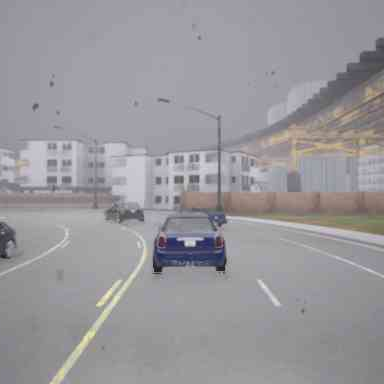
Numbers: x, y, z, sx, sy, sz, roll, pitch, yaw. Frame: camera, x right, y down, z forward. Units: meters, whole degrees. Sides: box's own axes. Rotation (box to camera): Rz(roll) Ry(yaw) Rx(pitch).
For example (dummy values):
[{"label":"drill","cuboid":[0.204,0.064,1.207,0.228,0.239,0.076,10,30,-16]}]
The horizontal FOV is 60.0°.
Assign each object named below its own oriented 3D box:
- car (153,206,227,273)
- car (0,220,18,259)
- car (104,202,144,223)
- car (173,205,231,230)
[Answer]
[{"label":"car","cuboid":[-0.165,1.443,11.209,2.097,1.767,4.553,0,0,-3]},{"label":"car","cuboid":[-7.212,1.589,10.297,1.837,1.490,4.892,1,-1,-3]},{"label":"car","cuboid":[-5.796,1.578,27.888,2.097,1.767,4.553,0,0,-33]},{"label":"car","cuboid":[0.535,1.742,23.955,2.033,1.411,5.357,0,-1,-24]}]
